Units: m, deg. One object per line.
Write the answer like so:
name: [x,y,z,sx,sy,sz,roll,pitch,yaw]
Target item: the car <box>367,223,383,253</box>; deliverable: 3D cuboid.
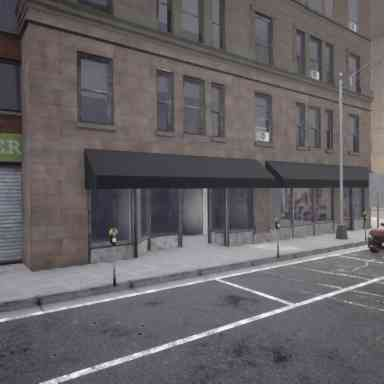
car: [8.377,1.541,12.566,4.507,1.381,1.887,0,-1,-36]
